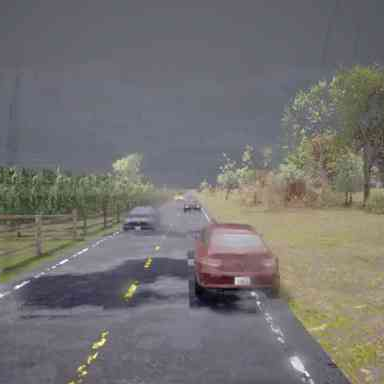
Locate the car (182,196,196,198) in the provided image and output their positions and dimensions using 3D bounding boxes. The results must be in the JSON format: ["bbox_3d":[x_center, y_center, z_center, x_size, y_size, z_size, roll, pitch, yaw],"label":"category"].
[{"bbox_3d":[-0.012,1.325,47.748,2.097,1.767,4.553,0,0,0],"label":"car"}]

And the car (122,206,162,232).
[{"bbox_3d":[-2.859,1.544,20.244,2.033,1.411,5.357,0,0,0],"label":"car"}]

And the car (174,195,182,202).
[{"bbox_3d":[-2.783,1.407,71.259,1.882,1.535,5.008,0,0,0],"label":"car"}]

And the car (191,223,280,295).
[{"bbox_3d":[0.959,1.526,8.626,1.812,1.442,4.674,0,0,0],"label":"car"}]

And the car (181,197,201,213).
[{"bbox_3d":[0.067,1.586,37.527,1.895,1.301,4.718,0,0,0],"label":"car"}]
